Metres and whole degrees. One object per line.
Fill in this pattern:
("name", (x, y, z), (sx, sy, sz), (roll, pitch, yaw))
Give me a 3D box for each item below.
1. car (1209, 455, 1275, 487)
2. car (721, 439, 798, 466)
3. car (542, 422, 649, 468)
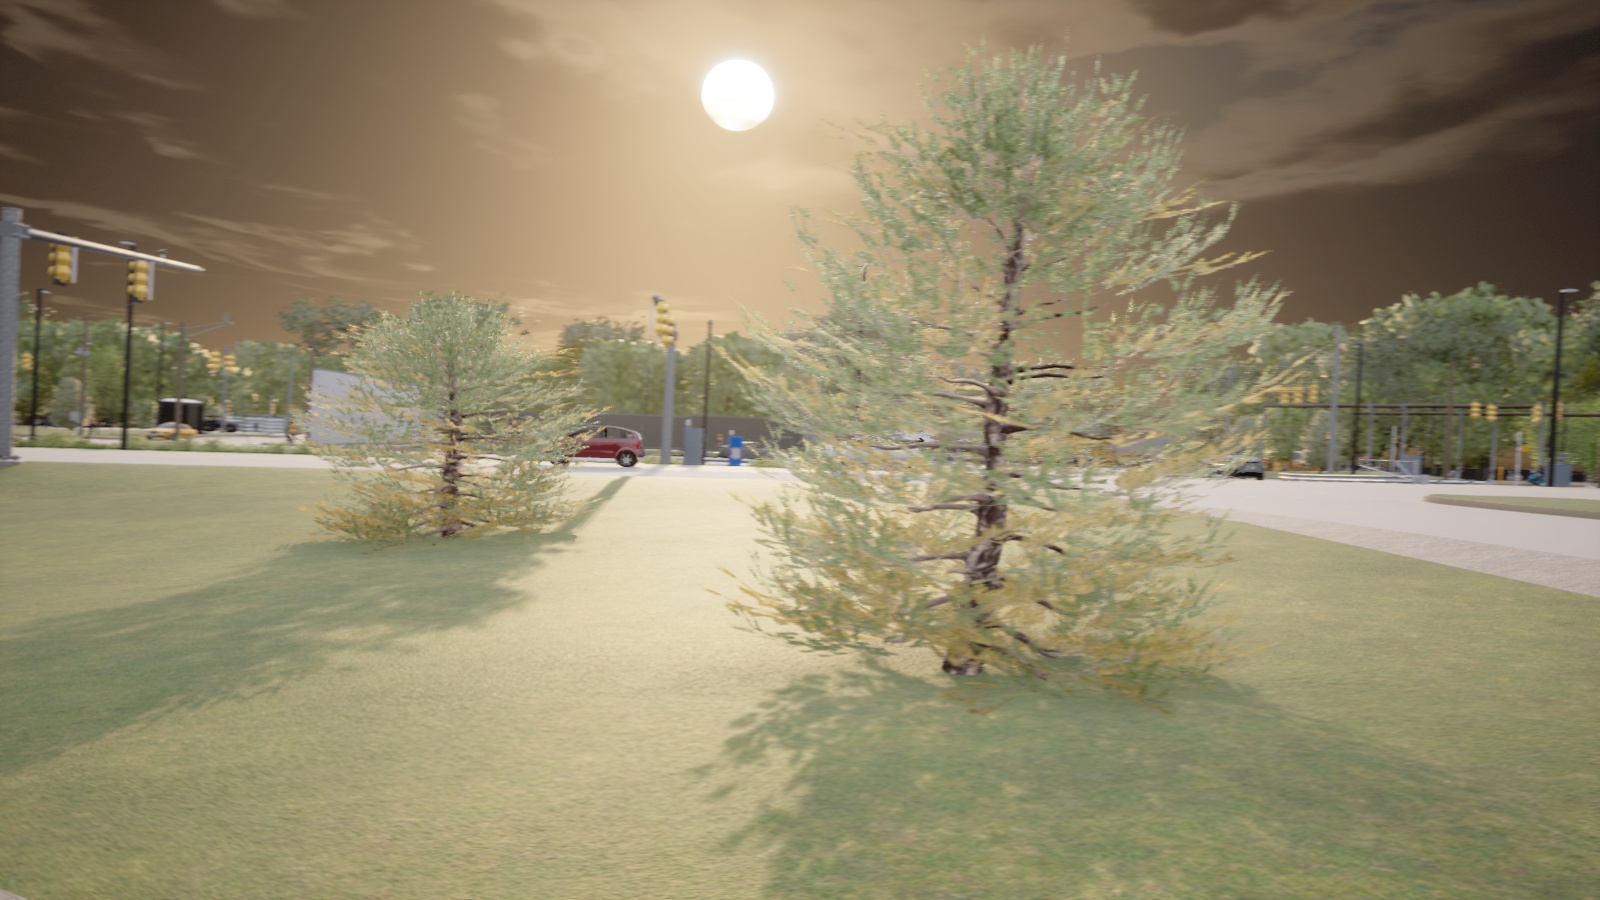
("car", (24.105, 1.126, 68.669), (2.007, 1.525, 4.514), (2, 0, 1))
("car", (-2.669, 0.178, 81.898), (4.902, 1.511, 2.128), (2, 1, -4))
("car", (-7.600, -0.194, 47.001), (3.705, 1.549, 1.789), (2, 1, -2))
